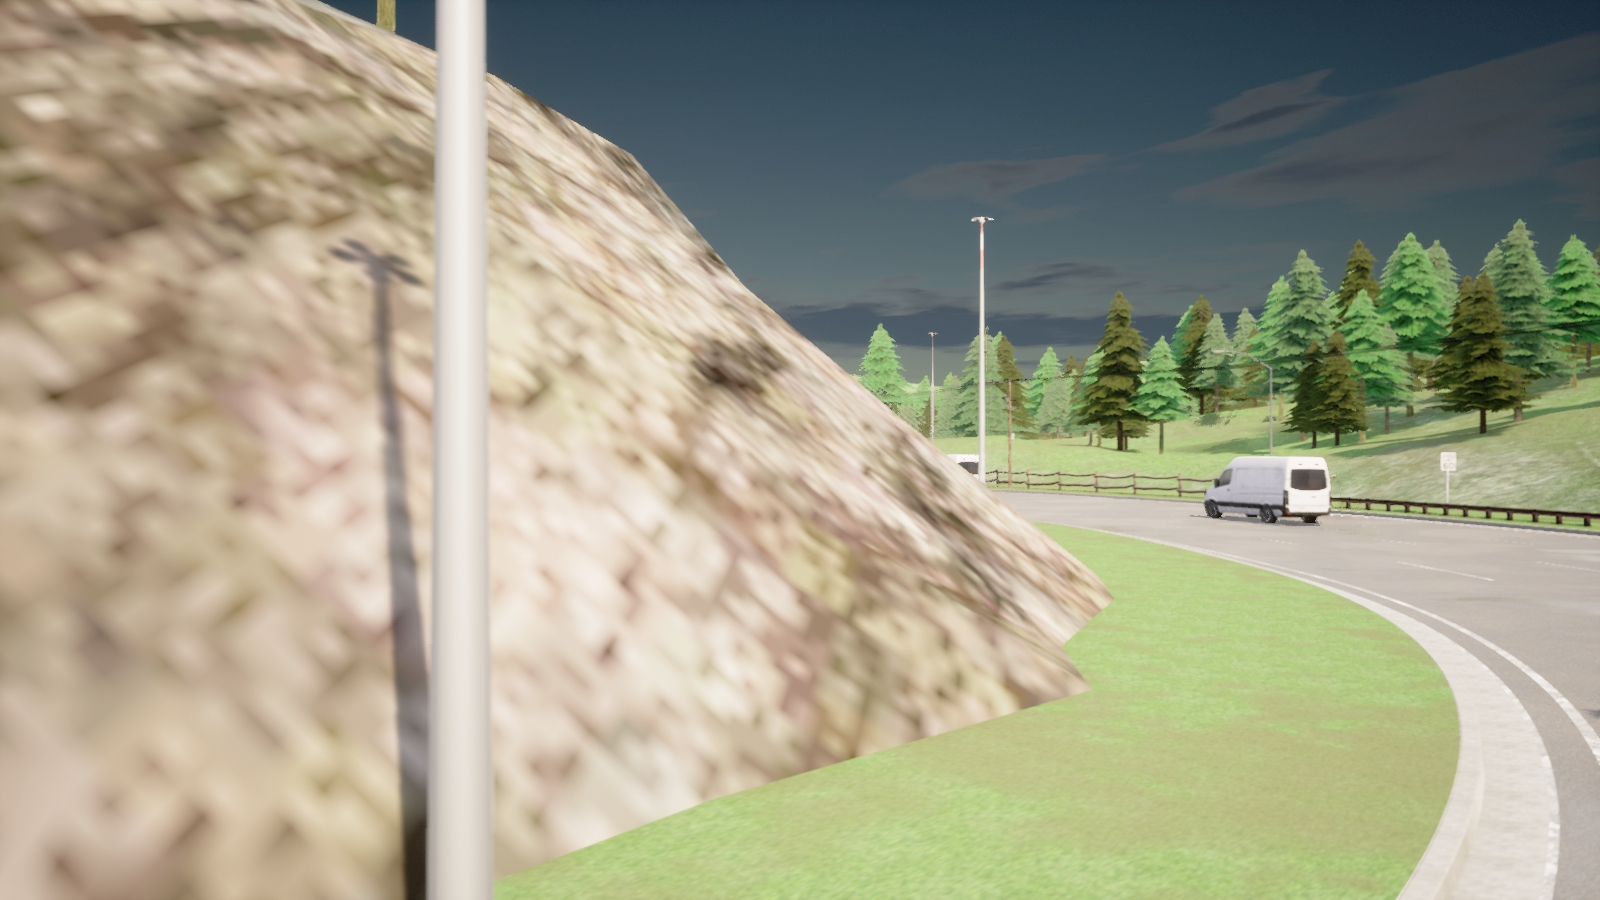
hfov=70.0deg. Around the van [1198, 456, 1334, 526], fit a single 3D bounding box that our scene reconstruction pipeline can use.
[{"bbox_3d":[18.297,1.537,45.250,1.988,2.561,5.915,1,0,-12],"label":"van"}]
